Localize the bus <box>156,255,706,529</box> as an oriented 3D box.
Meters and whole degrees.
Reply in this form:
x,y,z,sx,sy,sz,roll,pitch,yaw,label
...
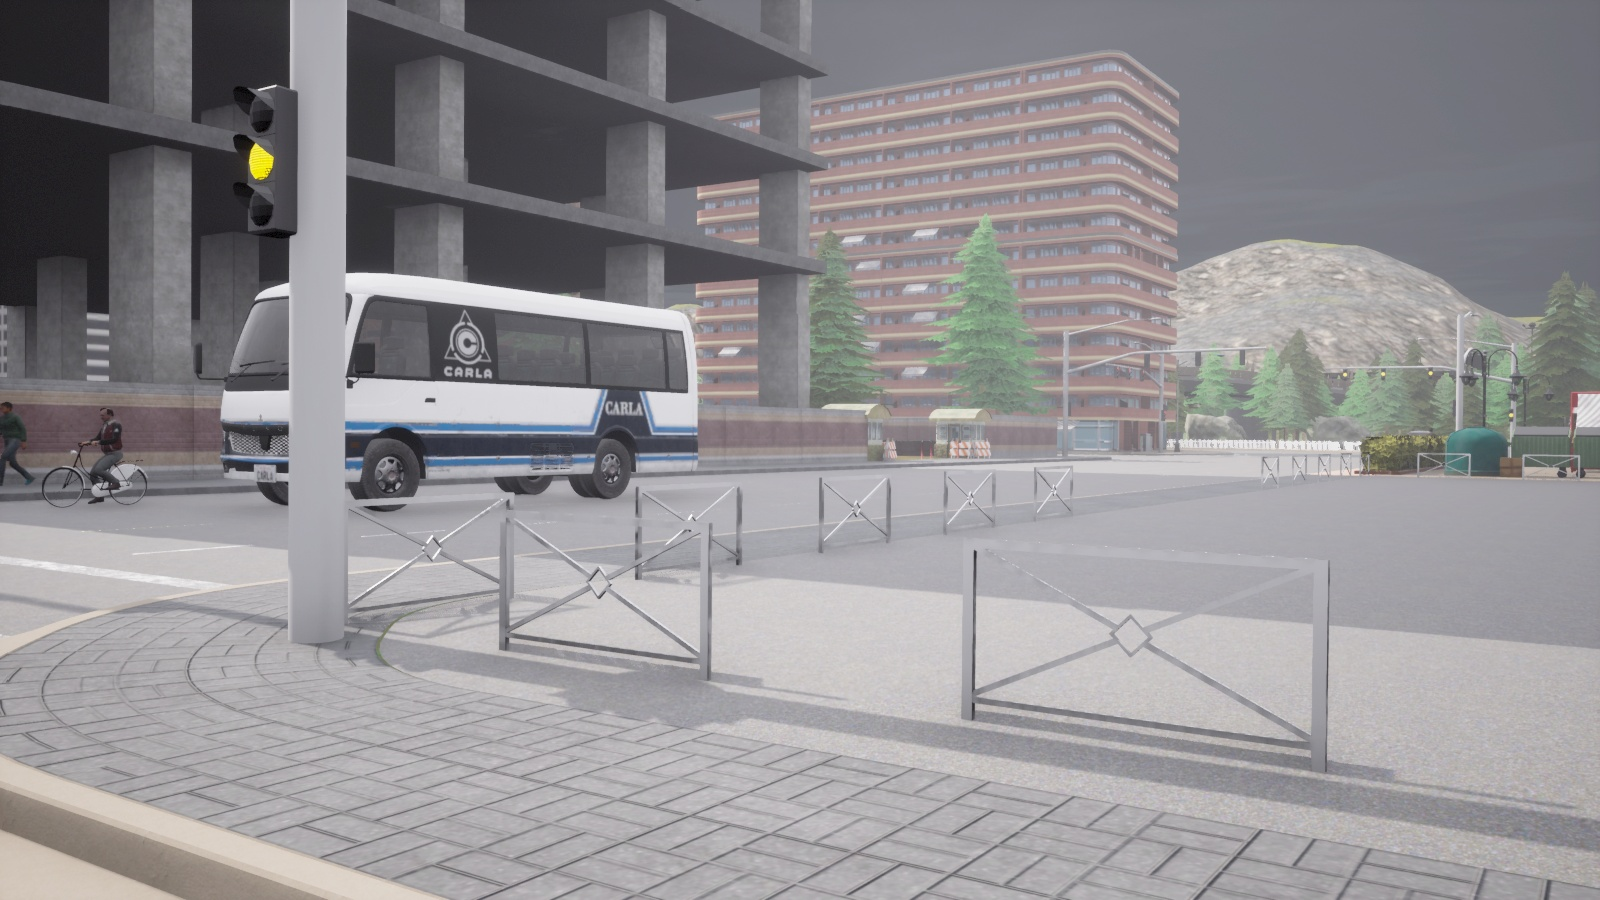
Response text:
x,y,z,sx,sy,sz,roll,pitch,yaw,label
-6.591,-0.980,24.827,3.944,4.253,10.273,0,1,33,bus

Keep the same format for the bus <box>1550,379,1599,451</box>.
x,y,z,sx,sy,sz,roll,pitch,yaw,label
50.595,-2.120,74.497,10.273,4.253,3.944,0,1,34,bus

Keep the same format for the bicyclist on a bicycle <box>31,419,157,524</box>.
x,y,z,sx,sy,sz,roll,pitch,yaw,label
-12.481,0.356,22.252,0.659,1.776,1.843,0,1,33,bicyclist on a bicycle

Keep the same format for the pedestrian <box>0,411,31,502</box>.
x,y,z,sx,sy,sz,roll,pitch,yaw,label
-16.394,0.128,26.055,0.353,1.847,0.614,0,1,31,pedestrian
